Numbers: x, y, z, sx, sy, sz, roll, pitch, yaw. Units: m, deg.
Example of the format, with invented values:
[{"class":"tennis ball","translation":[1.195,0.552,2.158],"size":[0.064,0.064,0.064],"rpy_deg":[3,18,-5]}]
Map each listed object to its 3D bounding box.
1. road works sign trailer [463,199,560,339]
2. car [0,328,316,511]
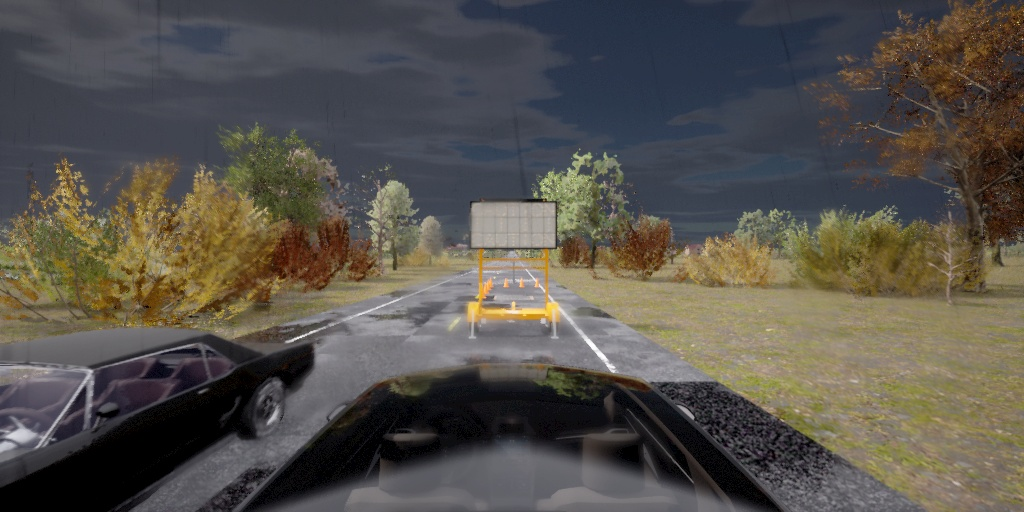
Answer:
[{"class":"road works sign trailer","translation":[0.049,0.211,10.058],"size":[2.380,3.560,2.880],"rpy_deg":[0,0,0]},{"class":"car","translation":[-3.588,1.351,2.614],"size":[1.895,1.301,4.718],"rpy_deg":[0,0,0]}]
